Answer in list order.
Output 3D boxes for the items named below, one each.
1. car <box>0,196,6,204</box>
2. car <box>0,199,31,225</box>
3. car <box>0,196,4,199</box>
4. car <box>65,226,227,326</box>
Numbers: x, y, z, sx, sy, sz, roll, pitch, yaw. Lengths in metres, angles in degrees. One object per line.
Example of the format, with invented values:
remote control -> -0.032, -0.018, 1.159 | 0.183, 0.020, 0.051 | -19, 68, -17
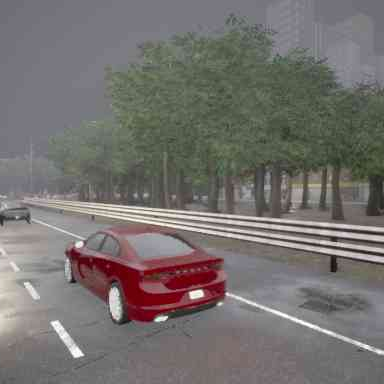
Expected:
car -> -37.540, 1.546, 64.463 | 1.994, 1.385, 4.181 | 0, 0, -20
car -> -13.020, 1.490, 24.115 | 2.128, 1.511, 4.902 | 0, 0, -35
car -> -22.833, 1.491, 38.225 | 1.882, 1.535, 5.008 | 0, 0, -35
car -> -1.339, 1.478, 7.319 | 1.882, 1.535, 5.008 | 0, 0, -35
